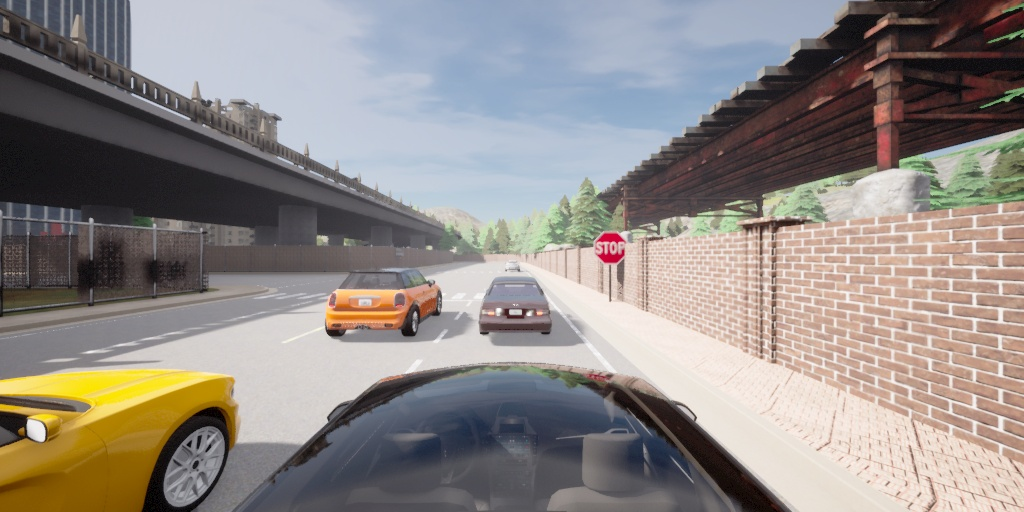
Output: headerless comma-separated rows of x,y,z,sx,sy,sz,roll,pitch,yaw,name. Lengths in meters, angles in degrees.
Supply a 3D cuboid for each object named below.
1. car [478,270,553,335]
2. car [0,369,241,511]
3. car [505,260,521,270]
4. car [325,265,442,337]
0.077,1.297,10.494,2.033,1.411,5.357,0,0,0,car
-3.398,1.228,1.213,1.882,1.535,5.008,0,0,0,car
0.059,1.274,46.356,1.812,1.442,4.674,0,0,-1,car
-3.425,1.102,10.471,2.097,1.767,4.553,0,0,0,car
